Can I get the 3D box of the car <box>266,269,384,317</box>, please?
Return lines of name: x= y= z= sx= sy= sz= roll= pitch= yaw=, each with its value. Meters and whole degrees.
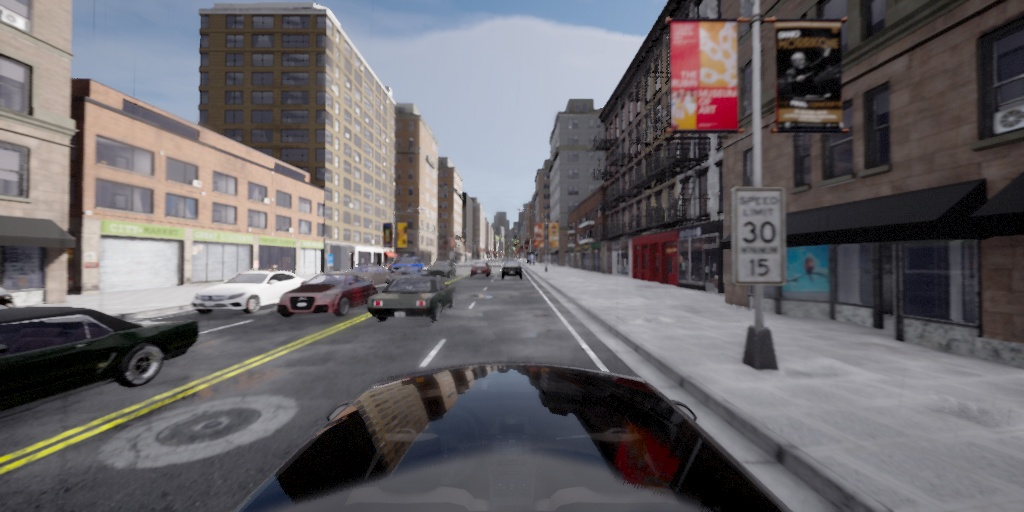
car: x=-6.591 y=1.334 z=13.237 sx=1.994 sy=1.385 sz=4.181 roll=0 pitch=0 yaw=0

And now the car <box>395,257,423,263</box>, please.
car: x=-9.760 y=1.109 z=33.427 sx=2.150 sy=2.045 sz=5.566 roll=0 pitch=0 yaw=0

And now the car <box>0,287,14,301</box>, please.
car: x=-9.853 y=0.976 z=3.950 sx=2.150 sy=2.045 sz=5.566 roll=0 pitch=0 yaw=0

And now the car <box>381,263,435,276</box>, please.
car: x=-6.588 y=1.348 z=23.229 sx=1.994 sy=1.385 sz=4.181 roll=0 pitch=0 yaw=0

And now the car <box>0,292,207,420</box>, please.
car: x=-6.595 y=1.356 z=4.220 sx=1.895 sy=1.301 sz=4.718 roll=0 pitch=0 yaw=0

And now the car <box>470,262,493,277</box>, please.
car: x=-3.160 y=1.328 z=36.782 sx=1.812 sy=1.442 sz=4.674 roll=0 pitch=0 yaw=0

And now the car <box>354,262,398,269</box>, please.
car: x=-9.847 y=1.334 z=24.543 sx=2.033 sy=1.411 sz=5.357 roll=0 pitch=0 yaw=0

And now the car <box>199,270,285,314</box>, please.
car: x=-9.845 y=1.297 z=14.024 sx=1.812 sy=1.442 sz=4.674 roll=0 pitch=0 yaw=0

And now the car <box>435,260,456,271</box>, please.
car: x=-6.510 y=1.216 z=33.486 sx=2.097 sy=1.767 sz=4.553 roll=0 pitch=0 yaw=0

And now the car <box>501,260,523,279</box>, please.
car: x=-0.003 y=1.276 z=33.452 sx=1.882 sy=1.535 sz=5.008 roll=0 pitch=0 yaw=0

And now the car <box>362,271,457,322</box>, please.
car: x=-3.154 y=1.369 z=12.351 sx=1.895 sy=1.301 sz=4.718 roll=0 pitch=0 yaw=0
